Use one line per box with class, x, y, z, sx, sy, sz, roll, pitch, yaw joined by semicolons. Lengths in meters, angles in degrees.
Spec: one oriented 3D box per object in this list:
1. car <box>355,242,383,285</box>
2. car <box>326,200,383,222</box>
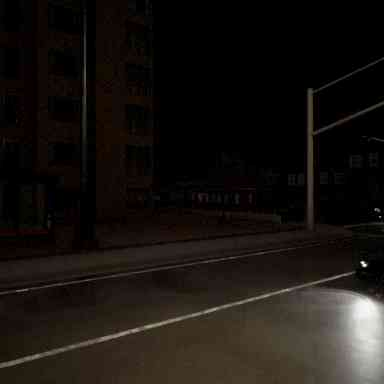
car;6.424;1.547;8.414;5.357;1.411;2.033;0;0;-33
car;13.051;1.414;26.225;2.097;1.767;4.553;0;-2;-36
